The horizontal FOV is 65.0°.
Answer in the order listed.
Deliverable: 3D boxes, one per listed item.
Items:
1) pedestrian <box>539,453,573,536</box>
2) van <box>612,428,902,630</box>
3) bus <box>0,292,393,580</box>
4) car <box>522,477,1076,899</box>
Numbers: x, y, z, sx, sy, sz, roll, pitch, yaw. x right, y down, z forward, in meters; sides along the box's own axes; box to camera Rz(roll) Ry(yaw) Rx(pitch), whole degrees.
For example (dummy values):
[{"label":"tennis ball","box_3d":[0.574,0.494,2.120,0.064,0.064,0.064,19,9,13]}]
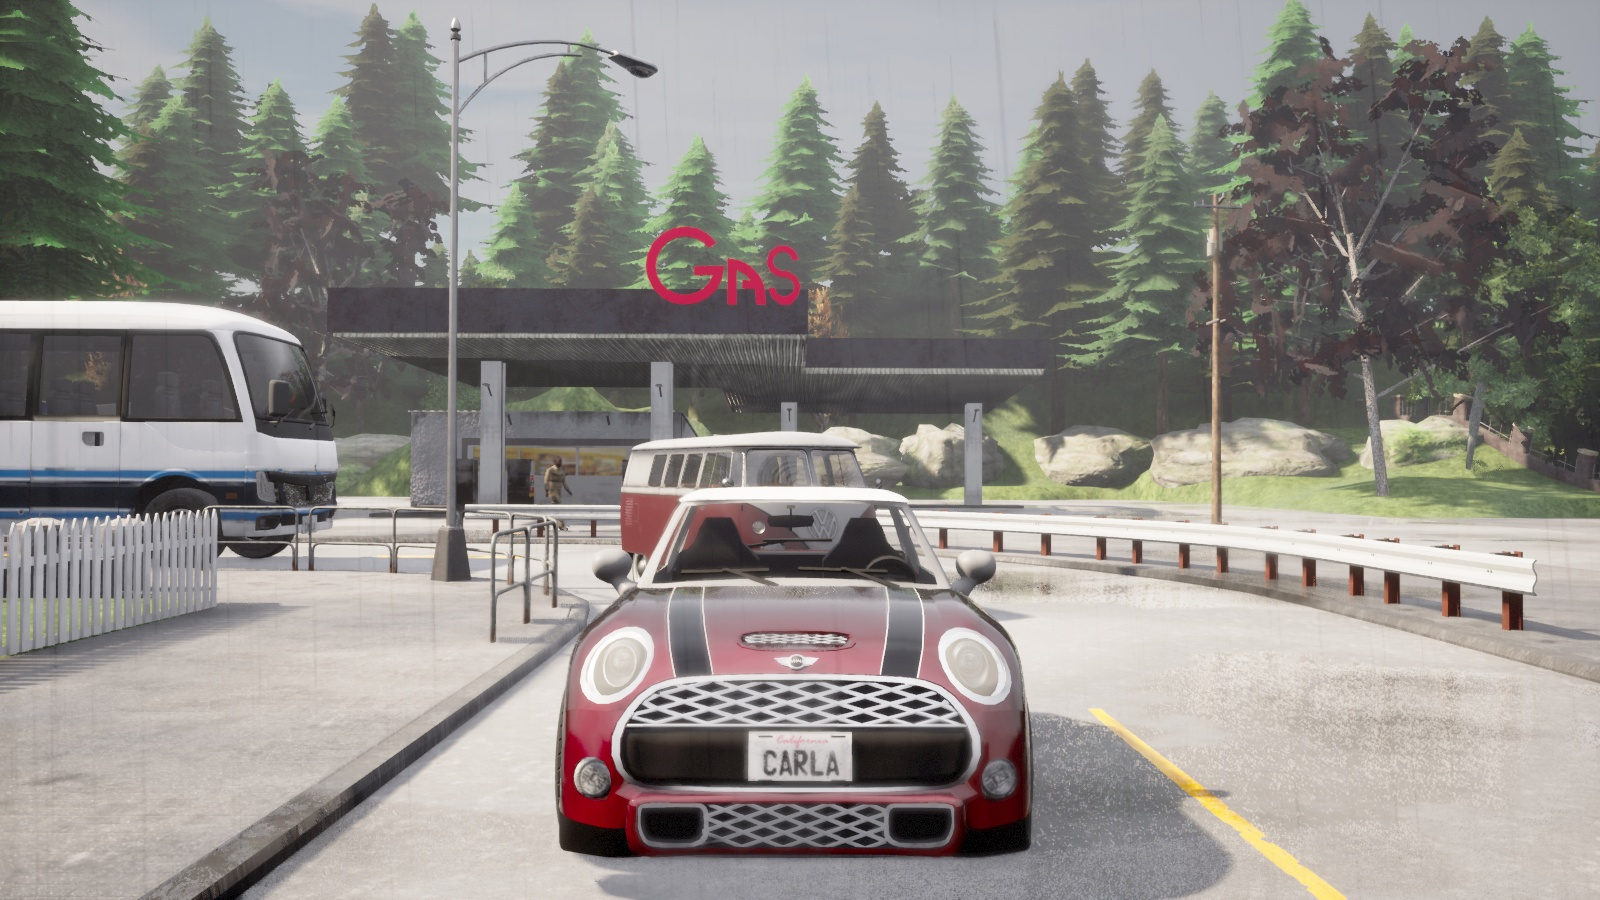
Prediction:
[{"label":"pedestrian","box_3d":[-5.767,1.044,29.662,0.692,1.930,0.396,-1,-1,31]},{"label":"van","box_3d":[-0.697,0.818,14.748,1.775,1.987,4.442,0,-1,-25]},{"label":"bus","box_3d":[-12.447,-0.167,20.585,10.273,4.253,3.944,0,-1,0]},{"label":"car","box_3d":[-0.025,0.887,6.378,1.970,1.475,3.806,0,-1,-1]}]
